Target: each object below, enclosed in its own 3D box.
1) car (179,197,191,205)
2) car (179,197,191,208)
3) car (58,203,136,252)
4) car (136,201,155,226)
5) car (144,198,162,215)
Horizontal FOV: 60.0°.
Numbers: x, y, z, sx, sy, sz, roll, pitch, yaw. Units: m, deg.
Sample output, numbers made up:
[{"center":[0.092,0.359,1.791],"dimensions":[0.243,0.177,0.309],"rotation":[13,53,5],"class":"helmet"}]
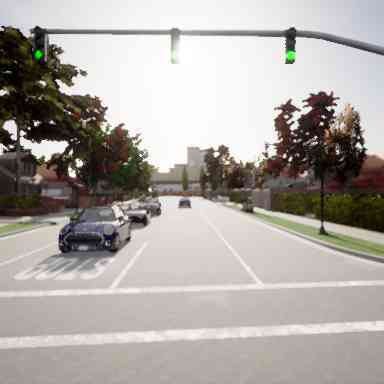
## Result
[{"center":[-1.306,1.658,61.172],"dimensions":[1.994,1.385,4.181],"rotation":[0,0,-1],"class":"car"},{"center":[-1.082,1.564,51.045],"dimensions":[1.882,1.535,5.008],"rotation":[0,0,-1],"class":"car"},{"center":[-3.854,1.379,13.892],"dimensions":[2.097,1.767,4.553],"rotation":[0,0,-1],"class":"car"},{"center":[-4.051,1.608,23.861],"dimensions":[1.994,1.385,4.181],"rotation":[0,0,-1],"class":"car"},{"center":[-4.204,1.412,33.938],"dimensions":[2.097,1.767,4.553],"rotation":[0,0,-1],"class":"car"}]
